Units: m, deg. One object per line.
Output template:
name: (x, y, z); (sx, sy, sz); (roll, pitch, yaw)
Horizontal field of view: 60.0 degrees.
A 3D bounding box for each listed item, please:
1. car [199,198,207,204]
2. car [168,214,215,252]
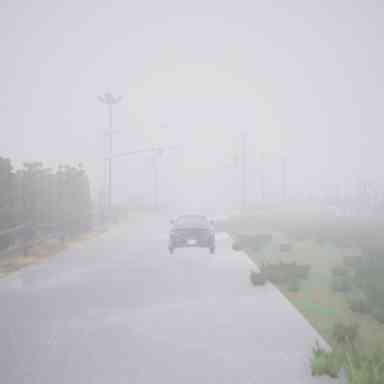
car: (2.665, 2.205, 80.820); (1.882, 1.535, 5.008); (0, -1, 3)
car: (0.004, 1.662, 14.383); (1.812, 1.442, 4.674); (0, 0, 0)
